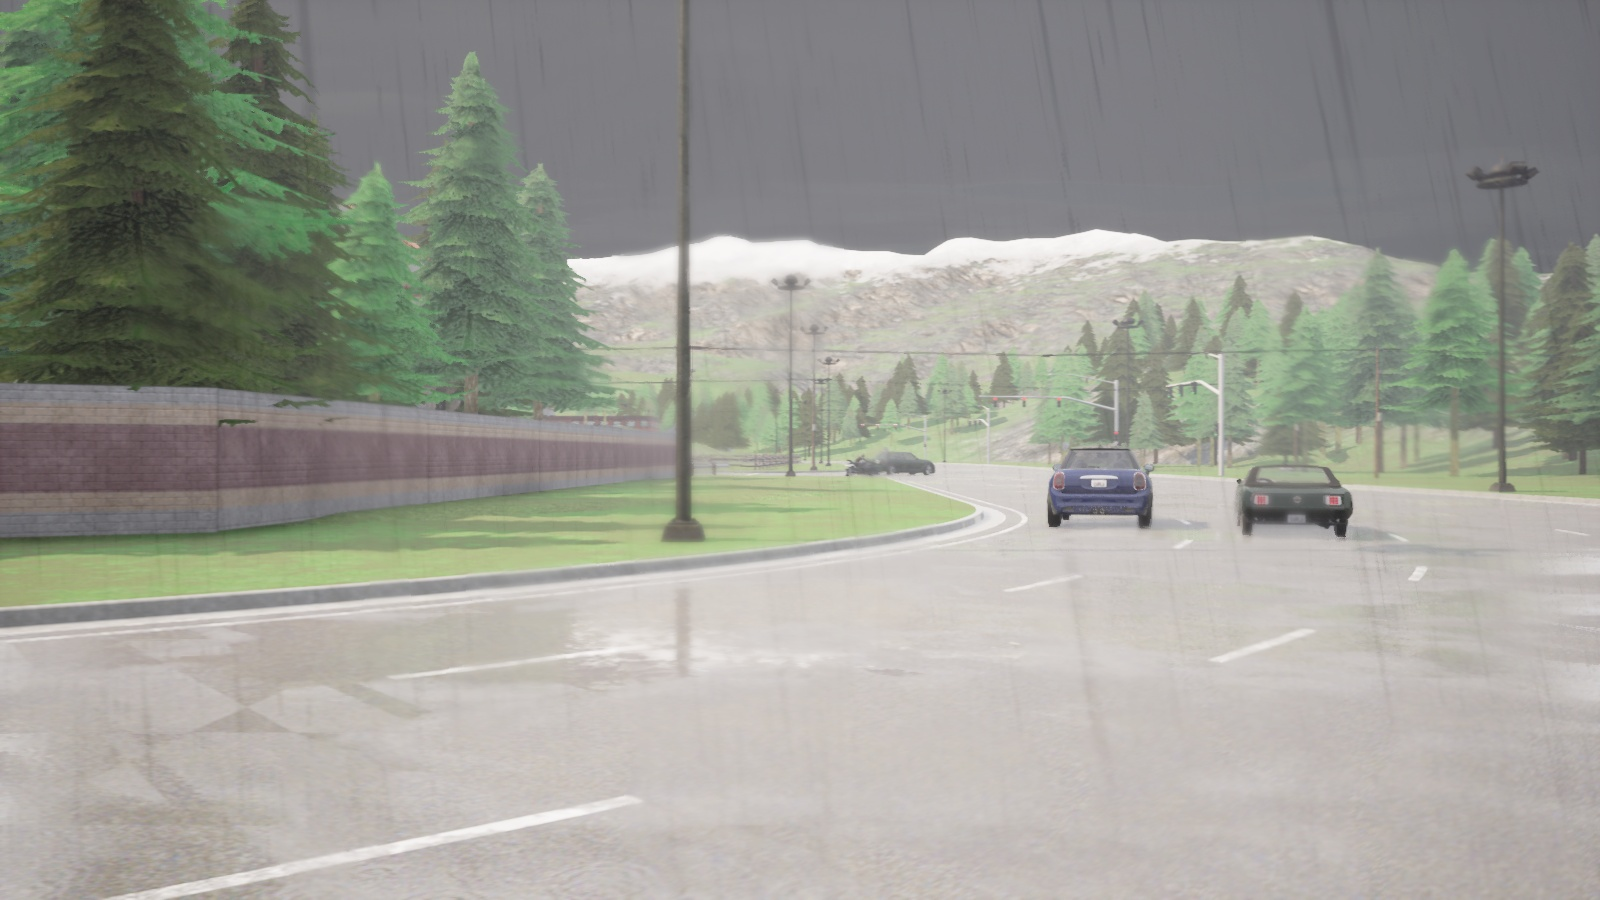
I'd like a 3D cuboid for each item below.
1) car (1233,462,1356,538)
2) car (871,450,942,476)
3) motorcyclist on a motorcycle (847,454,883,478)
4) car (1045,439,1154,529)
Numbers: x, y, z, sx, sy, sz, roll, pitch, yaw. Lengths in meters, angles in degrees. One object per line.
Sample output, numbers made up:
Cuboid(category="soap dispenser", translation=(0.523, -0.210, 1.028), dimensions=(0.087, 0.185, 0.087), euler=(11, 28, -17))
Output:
Cuboid(category="car", translation=(9.505, 0.899, 24.466), dimensions=(1.895, 1.301, 4.718), euler=(0, 0, 17))
Cuboid(category="car", translation=(7.437, 0.868, 87.690), dimensions=(4.553, 1.767, 2.097), euler=(0, 0, -29))
Cuboid(category="motorcyclist on a motorcycle", translation=(4.243, 1.035, 82.140), dimensions=(2.191, 1.530, 0.866), euler=(0, -1, -18))
Cuboid(category="car", translation=(6.555, 0.674, 27.230), dimensions=(2.097, 1.767, 4.553), euler=(0, 0, 15))
